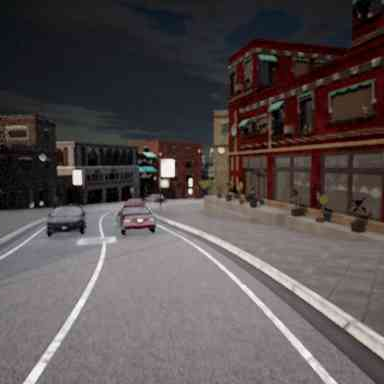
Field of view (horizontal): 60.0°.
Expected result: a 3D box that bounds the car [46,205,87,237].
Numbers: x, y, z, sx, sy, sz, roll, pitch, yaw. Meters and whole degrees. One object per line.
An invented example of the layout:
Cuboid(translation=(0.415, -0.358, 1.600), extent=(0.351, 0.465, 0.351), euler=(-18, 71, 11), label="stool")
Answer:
Cuboid(translation=(-7.019, 1.513, 18.943), extent=(1.882, 1.535, 5.008), euler=(-2, 1, -15), label="car")

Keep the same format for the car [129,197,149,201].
Cuboid(translation=(-7.145, 1.511, 42.630), extent=(1.895, 1.301, 4.718), euler=(0, 0, 2), label="car")

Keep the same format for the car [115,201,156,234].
Cuboid(translation=(-3.285, 1.468, 19.004), extent=(2.033, 1.411, 5.357), euler=(-2, 0, -16), label="car")

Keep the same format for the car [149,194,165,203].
Cuboid(translation=(-6.758, 1.145, 61.076), extent=(2.097, 1.767, 4.553), euler=(2, 1, 23), label="car")
